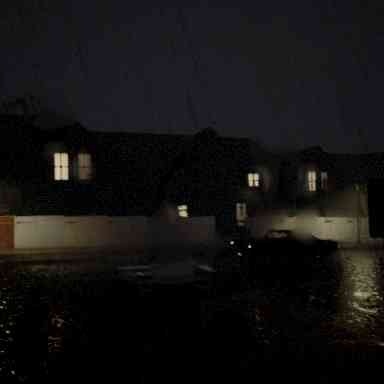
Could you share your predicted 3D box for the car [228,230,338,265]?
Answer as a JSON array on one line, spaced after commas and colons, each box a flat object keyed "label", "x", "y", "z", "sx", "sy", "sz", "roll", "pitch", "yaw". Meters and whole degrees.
[{"label": "car", "x": 4.004, "y": 2.356, "z": 14.779, "sx": 4.718, "sy": 1.301, "sz": 1.895, "roll": 2, "pitch": -3, "yaw": -22}]
